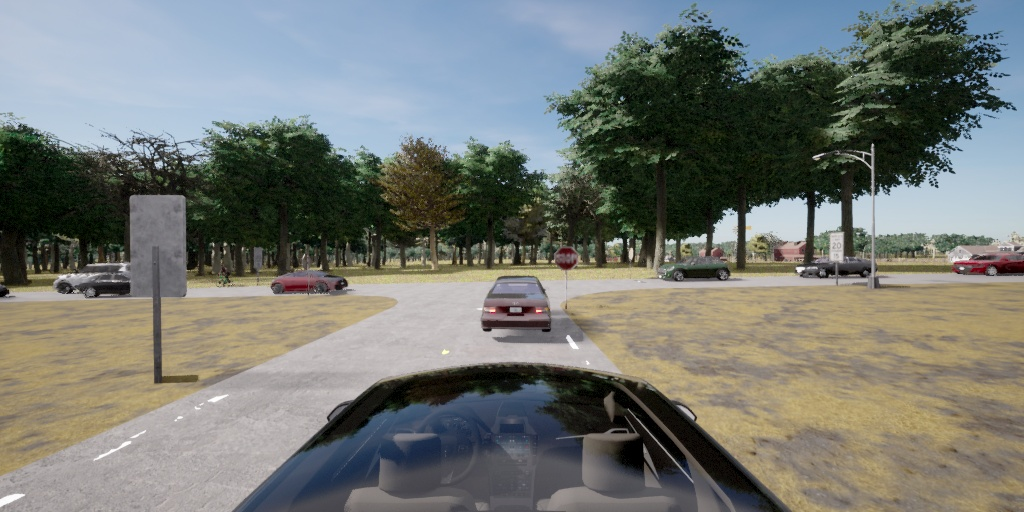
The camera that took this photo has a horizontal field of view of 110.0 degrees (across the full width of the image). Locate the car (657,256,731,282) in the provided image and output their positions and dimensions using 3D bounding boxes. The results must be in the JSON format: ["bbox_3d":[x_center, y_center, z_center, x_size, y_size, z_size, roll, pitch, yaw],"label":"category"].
[{"bbox_3d":[12.585,0.811,25.076,4.553,1.767,2.097,-1,1,-1],"label":"car"}]

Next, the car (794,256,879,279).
[{"bbox_3d":[22.604,0.770,25.120,4.902,1.511,2.128,-1,1,0],"label":"car"}]

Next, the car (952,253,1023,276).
[{"bbox_3d":[34.027,0.570,25.093,5.008,1.535,1.882,-1,1,0],"label":"car"}]

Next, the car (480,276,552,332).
[{"bbox_3d":[0.172,1.295,10.829,2.033,1.411,5.357,0,0,2],"label":"car"}]

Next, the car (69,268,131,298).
[{"bbox_3d":[-23.728,1.742,22.250,4.892,1.490,1.837,-2,1,0],"label":"car"}]

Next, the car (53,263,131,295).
[{"bbox_3d":[-28.488,1.530,25.205,5.566,2.045,2.150,-1,1,0],"label":"car"}]

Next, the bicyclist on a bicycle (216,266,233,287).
[{"bbox_3d":[-22.625,1.603,28.221,0.582,1.620,1.656,-1,0,0],"label":"bicyclist on a bicycle"}]

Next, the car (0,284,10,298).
[{"bbox_3d":[-34.319,2.055,22.284,4.181,1.385,1.994,-1,1,1],"label":"car"}]

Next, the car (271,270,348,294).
[{"bbox_3d":[-12.430,1.547,22.112,4.181,1.385,1.994,-1,1,2],"label":"car"}]
